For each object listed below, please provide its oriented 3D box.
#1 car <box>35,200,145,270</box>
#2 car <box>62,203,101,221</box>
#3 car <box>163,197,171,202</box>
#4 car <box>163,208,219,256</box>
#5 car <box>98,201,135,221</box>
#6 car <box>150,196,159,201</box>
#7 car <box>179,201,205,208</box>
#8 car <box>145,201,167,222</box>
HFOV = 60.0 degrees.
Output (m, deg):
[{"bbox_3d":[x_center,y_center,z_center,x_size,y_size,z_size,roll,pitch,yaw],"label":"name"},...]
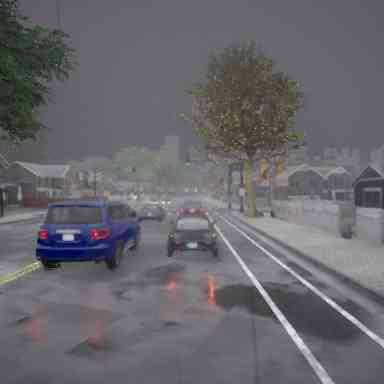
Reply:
[{"bbox_3d":[-3.223,1.283,11.402,2.150,2.045,5.566,0,0,0],"label":"car"},{"bbox_3d":[-9.799,1.755,29.964,1.895,1.301,4.718,0,0,1],"label":"car"},{"bbox_3d":[-6.543,1.978,87.157,1.895,1.301,4.718,0,0,0],"label":"car"},{"bbox_3d":[0.043,1.595,13.295,1.812,1.442,4.674,0,0,0],"label":"car"},{"bbox_3d":[-6.556,1.643,29.349,2.128,1.511,4.902,0,0,1],"label":"car"},{"bbox_3d":[-9.793,1.738,87.217,2.097,1.767,4.553,0,0,0],"label":"car"},{"bbox_3d":[0.030,1.494,27.363,2.097,1.767,4.553,0,0,0],"label":"car"},{"bbox_3d":[-3.219,1.706,27.525,1.994,1.385,4.181,0,0,1],"label":"car"}]
